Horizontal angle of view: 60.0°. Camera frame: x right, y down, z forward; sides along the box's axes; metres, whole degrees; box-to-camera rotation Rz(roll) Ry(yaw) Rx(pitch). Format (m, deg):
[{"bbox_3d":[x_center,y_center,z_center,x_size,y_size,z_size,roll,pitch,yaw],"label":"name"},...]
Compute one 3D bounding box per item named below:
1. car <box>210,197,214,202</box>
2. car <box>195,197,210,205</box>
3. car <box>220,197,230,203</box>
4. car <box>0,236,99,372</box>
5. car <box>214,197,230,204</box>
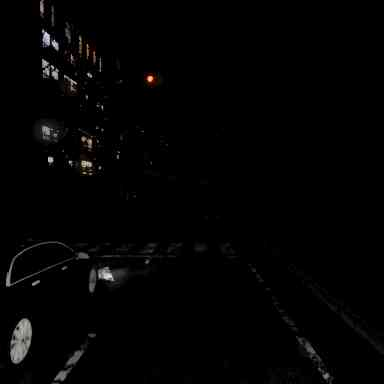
[{"bbox_3d":[4.881,1.836,80.370,1.812,1.442,4.674,0,0,12],"label":"car"},{"bbox_3d":[1.740,1.755,61.729,1.994,1.385,4.181,0,0,9],"label":"car"},{"bbox_3d":[7.854,1.855,78.672,1.994,1.385,4.181,0,0,12],"label":"car"},{"bbox_3d":[-3.047,1.507,5.641,1.837,1.490,4.892,0,0,1],"label":"car"},{"bbox_3d":[6.186,1.741,68.845,1.837,1.490,4.892,0,0,10],"label":"car"}]
